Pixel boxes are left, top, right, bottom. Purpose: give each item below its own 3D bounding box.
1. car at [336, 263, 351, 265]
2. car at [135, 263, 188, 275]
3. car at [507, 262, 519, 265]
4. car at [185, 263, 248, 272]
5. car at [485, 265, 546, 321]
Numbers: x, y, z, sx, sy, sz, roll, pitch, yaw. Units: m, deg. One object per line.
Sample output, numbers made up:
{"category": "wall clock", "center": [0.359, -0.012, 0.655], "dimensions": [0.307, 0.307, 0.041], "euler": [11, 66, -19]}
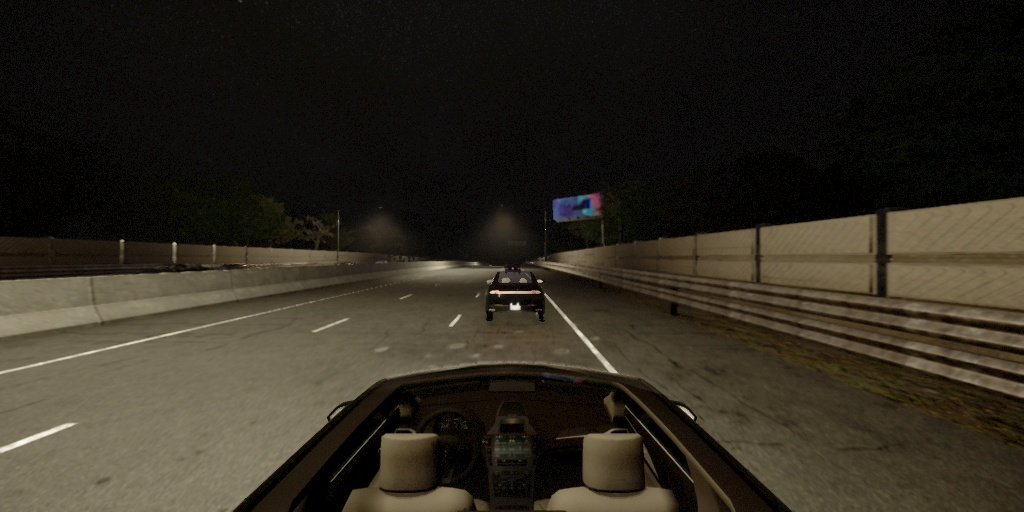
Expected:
{"category": "car", "center": [-17.606, 1.417, 37.374], "dimensions": [1.994, 1.385, 4.181], "euler": [0, 0, 0]}
{"category": "car", "center": [-24.608, 1.285, 26.195], "dimensions": [2.128, 1.511, 4.902], "euler": [0, 0, 0]}
{"category": "car", "center": [0.083, 1.433, 41.673], "dimensions": [2.033, 1.411, 5.357], "euler": [0, 0, 0]}
{"category": "car", "center": [-21.107, 1.358, 26.521], "dimensions": [1.994, 1.385, 4.181], "euler": [0, 0, 0]}
{"category": "car", "center": [0.095, 1.254, 12.583], "dimensions": [2.128, 1.511, 4.902], "euler": [0, 0, 0]}
